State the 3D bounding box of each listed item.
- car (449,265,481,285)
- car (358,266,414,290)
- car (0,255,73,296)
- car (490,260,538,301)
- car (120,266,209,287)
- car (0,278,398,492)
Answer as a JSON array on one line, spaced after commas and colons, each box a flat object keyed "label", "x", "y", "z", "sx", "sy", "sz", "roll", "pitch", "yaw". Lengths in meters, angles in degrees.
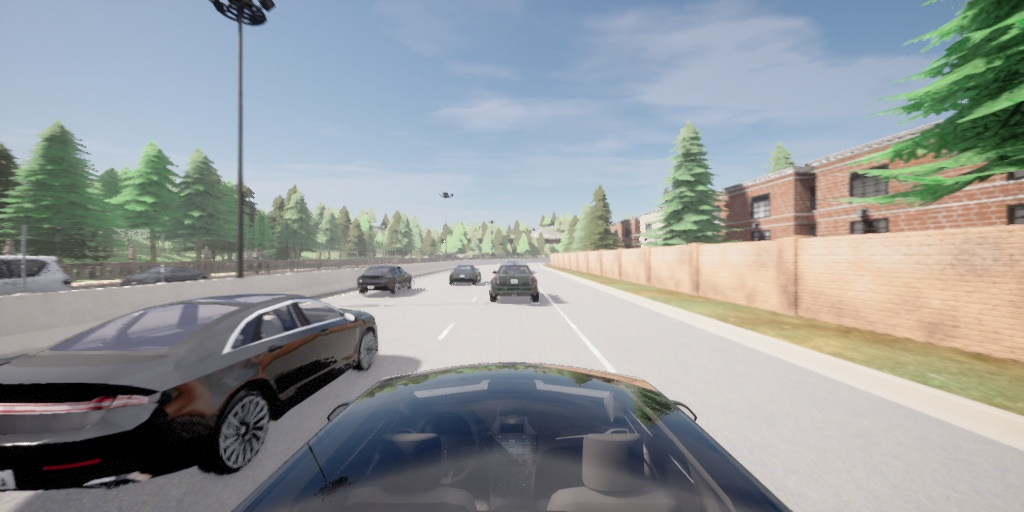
[{"label": "car", "x": -3.402, "y": 1.342, "z": 26.621, "sx": 1.994, "sy": 1.385, "sz": 4.181, "roll": 0, "pitch": 0, "yaw": 0}, {"label": "car", "x": -6.901, "y": 1.276, "z": 19.955, "sx": 1.837, "sy": 1.490, "sz": 4.892, "roll": 0, "pitch": 0, "yaw": 0}, {"label": "car", "x": -14.090, "y": 0.977, "z": 8.266, "sx": 2.150, "sy": 2.045, "sz": 5.566, "roll": 0, "pitch": 0, "yaw": 0}, {"label": "car", "x": 0.099, "y": 1.119, "z": 17.476, "sx": 2.097, "sy": 1.767, "sz": 4.553, "roll": 0, "pitch": 0, "yaw": 0}, {"label": "car", "x": -21.000, "y": 1.335, "z": 21.912, "sx": 1.994, "sy": 1.385, "sz": 4.181, "roll": 0, "pitch": 0, "yaw": 0}, {"label": "car", "x": -3.399, "y": 1.245, "z": 4.763, "sx": 2.128, "sy": 1.511, "sz": 4.902, "roll": 0, "pitch": 0, "yaw": 0}]
